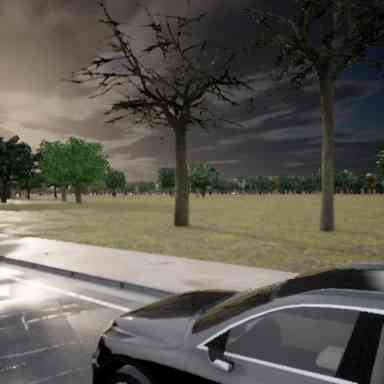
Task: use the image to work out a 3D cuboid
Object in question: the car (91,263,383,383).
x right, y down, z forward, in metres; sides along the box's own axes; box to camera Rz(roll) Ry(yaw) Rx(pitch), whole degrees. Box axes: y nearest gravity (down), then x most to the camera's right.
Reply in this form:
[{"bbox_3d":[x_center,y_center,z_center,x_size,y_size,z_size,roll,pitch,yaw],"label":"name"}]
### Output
[{"bbox_3d":[1.244,1.436,2.674,4.856,1.649,2.033,-1,0,36],"label":"car"}]
